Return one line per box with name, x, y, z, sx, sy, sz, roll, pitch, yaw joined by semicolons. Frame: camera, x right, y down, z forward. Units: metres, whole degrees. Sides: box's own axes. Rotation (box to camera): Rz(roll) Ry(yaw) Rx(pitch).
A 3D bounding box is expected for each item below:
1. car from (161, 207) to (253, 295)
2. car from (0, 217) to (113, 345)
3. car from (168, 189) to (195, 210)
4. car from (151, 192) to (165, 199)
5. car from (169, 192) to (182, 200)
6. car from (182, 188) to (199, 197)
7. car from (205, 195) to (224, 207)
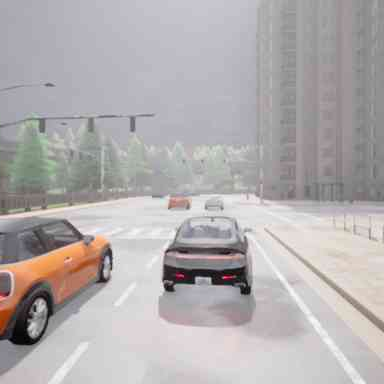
car;0.500;1.362;8.437;2.128;1.511;4.902;0;1;7
car;-3.106;1.255;6.436;2.097;1.767;4.553;0;1;4
car;-1.190;0.853;34.808;2.097;1.767;4.553;0;1;4
car;-6.480;0.643;63.811;1.895;1.301;4.718;0;1;5
car;-3.078;0.632;61.947;1.994;1.385;4.181;0;1;4
car;0.011;0.341;76.991;1.837;1.490;4.892;0;1;25
car;2.389;1.019;35.862;1.812;1.442;4.674;0;1;4
